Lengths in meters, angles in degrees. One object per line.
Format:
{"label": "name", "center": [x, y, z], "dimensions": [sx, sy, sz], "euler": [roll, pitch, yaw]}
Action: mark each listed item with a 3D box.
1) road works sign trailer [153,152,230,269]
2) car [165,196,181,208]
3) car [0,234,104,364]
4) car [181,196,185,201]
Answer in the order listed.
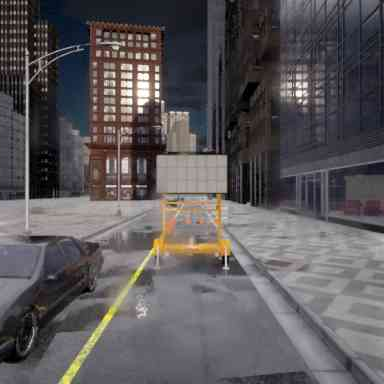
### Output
{"label": "road works sign trailer", "center": [-0.004, 0.465, 11.091], "dimensions": [2.380, 3.560, 2.880], "euler": [0, 0, 0]}
{"label": "car", "center": [-3.120, 1.602, 48.239], "dimensions": [2.033, 1.411, 5.357], "euler": [0, 0, 0]}
{"label": "car", "center": [-3.103, 1.547, 6.126], "dimensions": [2.033, 1.411, 5.357], "euler": [0, 0, 0]}
{"label": "car", "center": [-3.039, 1.707, 87.405], "dimensions": [1.812, 1.442, 4.674], "euler": [0, 0, 0]}
